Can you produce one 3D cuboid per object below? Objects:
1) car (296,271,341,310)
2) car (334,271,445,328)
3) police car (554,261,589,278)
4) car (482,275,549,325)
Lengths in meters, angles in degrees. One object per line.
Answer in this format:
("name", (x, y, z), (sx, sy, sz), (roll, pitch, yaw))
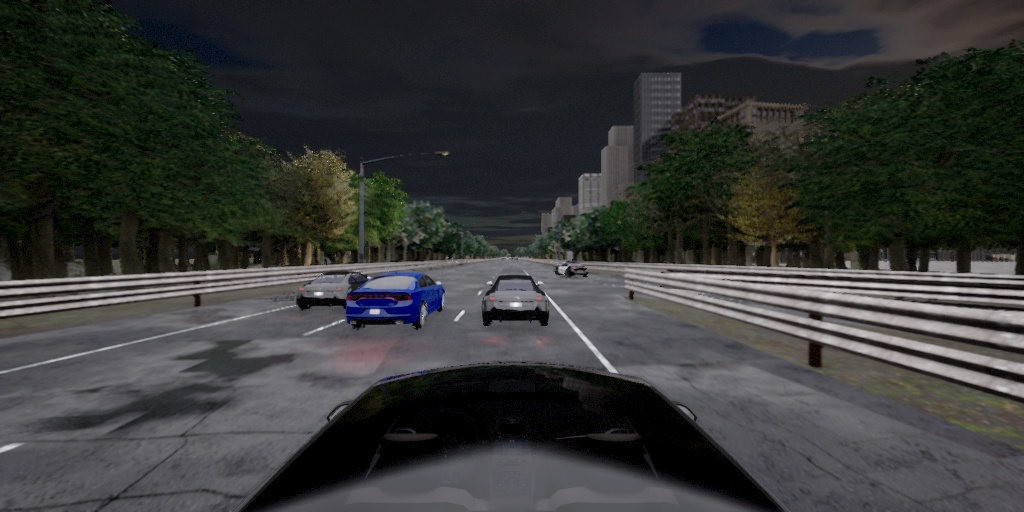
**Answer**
("car", (-6.898, 1.319, 14.803), (1.994, 1.385, 4.181), (0, 0, 0))
("car", (-3.397, 1.229, 11.359), (1.882, 1.535, 5.008), (0, 0, 0))
("police car", (5.813, 1.326, 35.949), (2.038, 1.542, 4.974), (0, 0, -13))
("car", (0.104, 1.316, 11.902), (1.994, 1.385, 4.181), (0, 0, 0))
